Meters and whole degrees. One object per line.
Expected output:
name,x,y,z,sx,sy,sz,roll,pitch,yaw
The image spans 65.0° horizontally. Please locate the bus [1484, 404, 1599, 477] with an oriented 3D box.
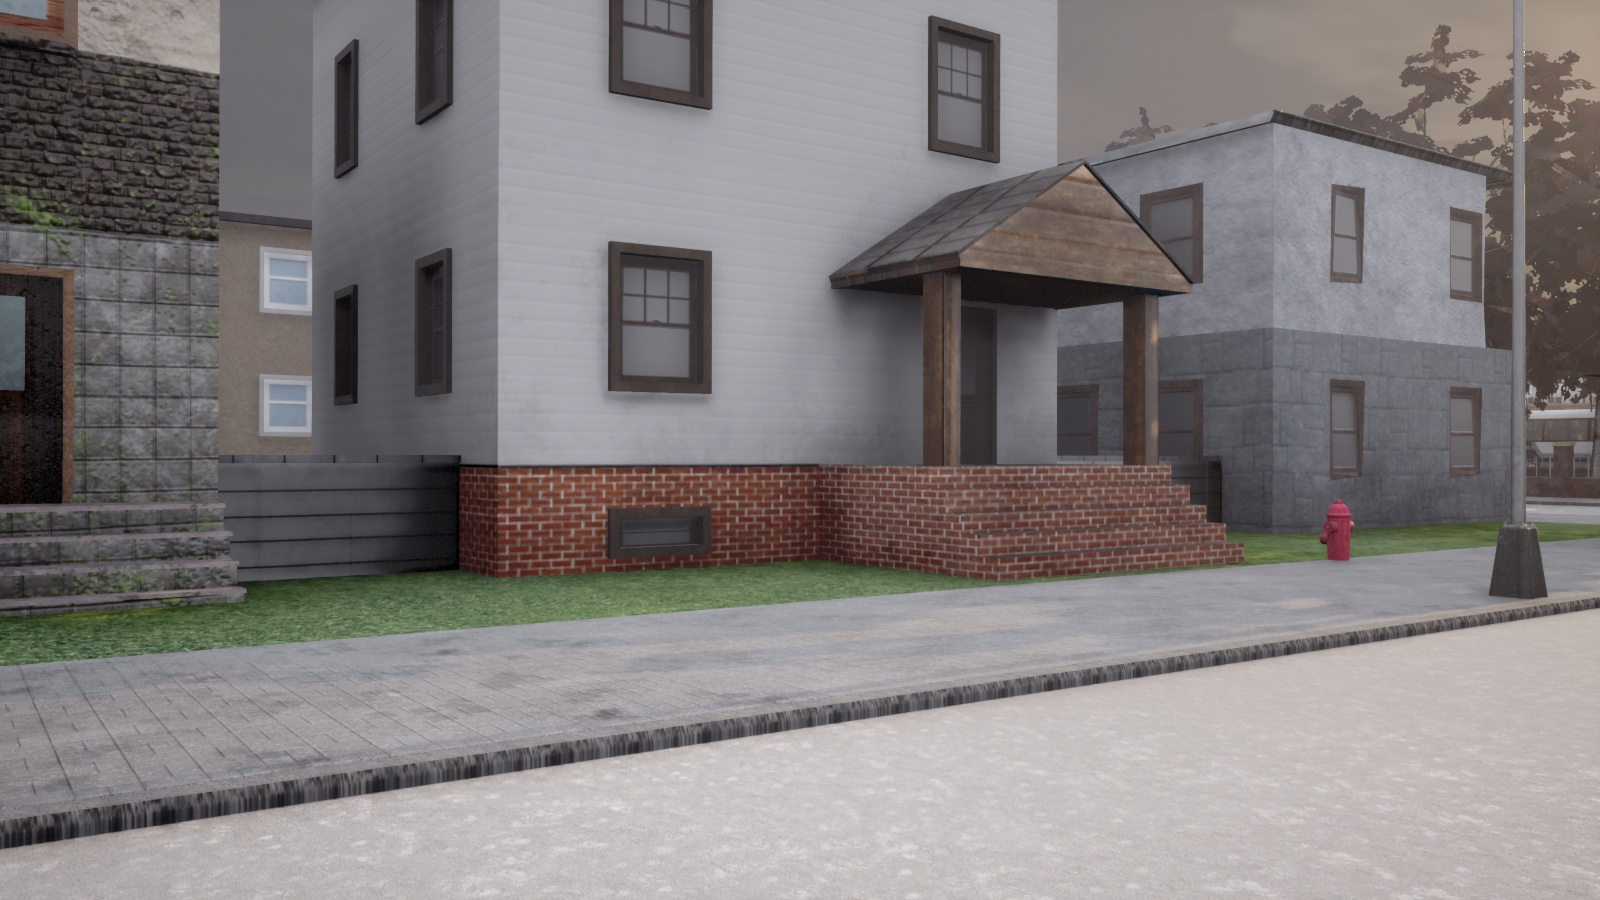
bus,47.707,-0.543,76.169,3.944,4.253,10.273,0,0,-34
